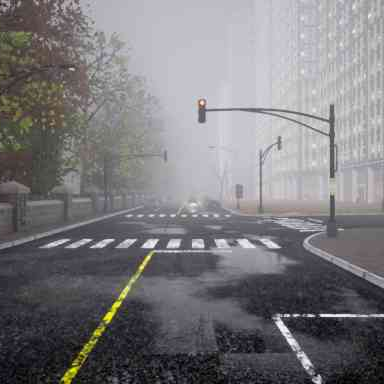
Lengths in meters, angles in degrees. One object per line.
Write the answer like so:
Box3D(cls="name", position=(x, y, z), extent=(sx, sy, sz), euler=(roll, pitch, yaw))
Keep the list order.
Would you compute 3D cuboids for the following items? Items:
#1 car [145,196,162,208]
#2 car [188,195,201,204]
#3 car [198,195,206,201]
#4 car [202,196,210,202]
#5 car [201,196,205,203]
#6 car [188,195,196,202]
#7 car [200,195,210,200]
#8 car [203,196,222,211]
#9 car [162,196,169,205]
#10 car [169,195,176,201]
Box3D(cls="car", position=(-5.664, 1.607, 47.179), extent=(1.802, 1.307, 4.206), euler=(0, 0, 0))
Box3D(cls="car", position=(0.136, 1.537, 65.446), extent=(2.128, 1.511, 4.902), euler=(0, 0, 0))
Box3D(cls="car", position=(2.742, 1.641, 92.232), extent=(2.008, 1.369, 4.403), euler=(0, 0, 0))
Box3D(cls="car", position=(3.191, 1.589, 76.853), extent=(1.812, 1.442, 4.674), euler=(0, 0, 0))
Box3D(cls="car", position=(2.717, 1.591, 47.174), extent=(1.947, 1.339, 4.313), euler=(0, 0, 0))
Box3D(cls="car", position=(0.043, 1.569, 80.081), extent=(1.837, 1.490, 4.892), euler=(0, 0, 0))
Box3D(cls="car", position=(2.720, 1.597, 52.807), extent=(1.947, 1.339, 4.313), euler=(0, 0, 0))
Box3D(cls="car", position=(2.713, 1.586, 41.541), extent=(1.947, 1.339, 4.313), euler=(0, 0, 0))
Box3D(cls="car", position=(-5.657, 1.477, 58.444), extent=(1.967, 1.590, 4.097), euler=(0, 0, 0))
Box3D(cls="car", position=(-5.642, 1.625, 86.605), extent=(1.887, 1.381, 4.507), euler=(0, 0, 0))
